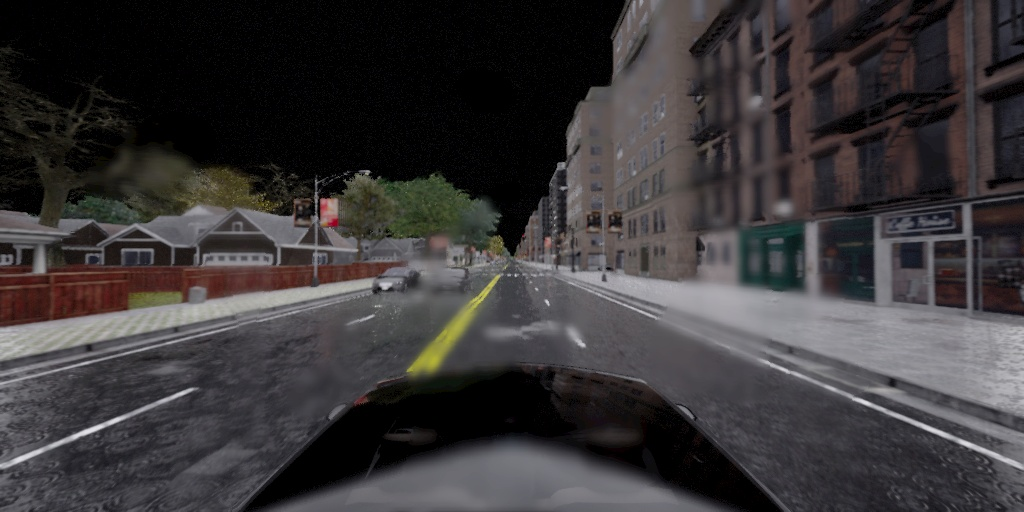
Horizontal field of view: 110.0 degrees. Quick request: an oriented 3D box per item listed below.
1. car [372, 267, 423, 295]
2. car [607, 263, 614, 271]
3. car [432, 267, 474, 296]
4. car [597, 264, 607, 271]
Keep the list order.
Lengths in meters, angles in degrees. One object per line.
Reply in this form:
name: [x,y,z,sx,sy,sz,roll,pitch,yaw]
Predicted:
car: [-6.591,1.419,21.099,2.128,1.511,4.902,0,-1,0]
car: [16.405,1.750,51.744,4.207,1.307,1.802,0,0,0]
car: [-3.341,1.431,20.919,1.837,1.490,4.892,0,-1,0]
car: [16.403,1.853,59.768,4.313,1.339,1.948,0,0,0]
